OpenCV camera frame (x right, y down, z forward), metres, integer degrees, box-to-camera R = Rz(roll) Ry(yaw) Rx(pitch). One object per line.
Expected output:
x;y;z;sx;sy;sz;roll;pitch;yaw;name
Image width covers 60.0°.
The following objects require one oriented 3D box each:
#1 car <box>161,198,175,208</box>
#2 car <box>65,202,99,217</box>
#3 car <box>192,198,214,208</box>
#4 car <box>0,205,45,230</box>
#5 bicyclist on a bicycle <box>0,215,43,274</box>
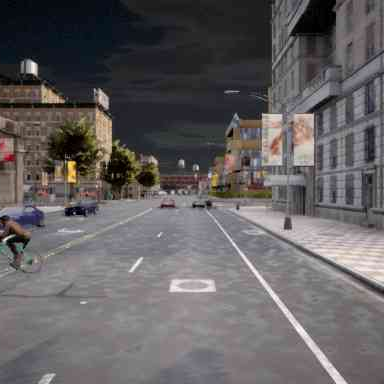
-3.482;1.564;48.301;1.994;1.385;4.181;0;0;-2;car
-10.488;1.601;31.883;1.895;1.301;4.718;0;0;0;car
1.610;1.564;47.797;1.994;1.385;4.181;0;0;24;car
-10.480;1.526;19.902;1.812;1.442;4.674;0;0;1;car
-4.884;1.455;9.010;1.656;1.620;0.582;-2;0;0;bicyclist on a bicycle
